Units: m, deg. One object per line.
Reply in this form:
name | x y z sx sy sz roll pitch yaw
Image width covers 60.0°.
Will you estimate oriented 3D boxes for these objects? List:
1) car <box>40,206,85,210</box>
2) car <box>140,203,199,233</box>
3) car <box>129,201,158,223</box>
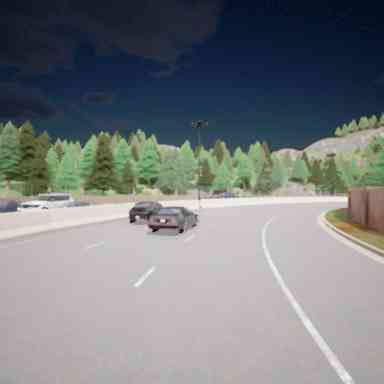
car | -9.899 1.496 27.683 2.033 1.411 5.357 0 0 16
car | -0.963 1.538 19.697 2.033 1.411 5.357 0 0 13
car | -3.095 1.485 25.138 1.837 1.490 4.892 0 0 15
